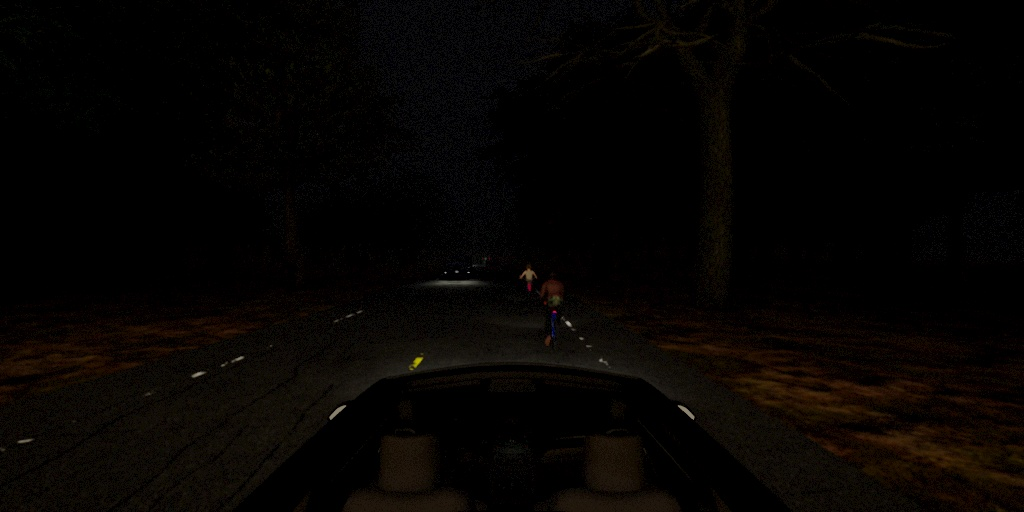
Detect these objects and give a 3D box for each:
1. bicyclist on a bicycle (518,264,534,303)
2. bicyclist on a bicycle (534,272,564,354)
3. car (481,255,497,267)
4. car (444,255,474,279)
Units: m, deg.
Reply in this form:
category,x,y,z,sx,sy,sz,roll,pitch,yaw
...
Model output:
category,x,y,z,sx,sy,sz,roll,pitch,yaw
bicyclist on a bicycle,0.716,1.153,15.441,0.866,1.612,1.509,0,1,-2
bicyclist on a bicycle,0.892,1.190,7.815,0.582,1.620,1.656,0,0,-1
car,-3.648,1.033,61.038,2.128,1.511,4.902,0,0,-7
car,-4.622,0.899,31.662,2.150,2.045,5.566,0,0,-4
